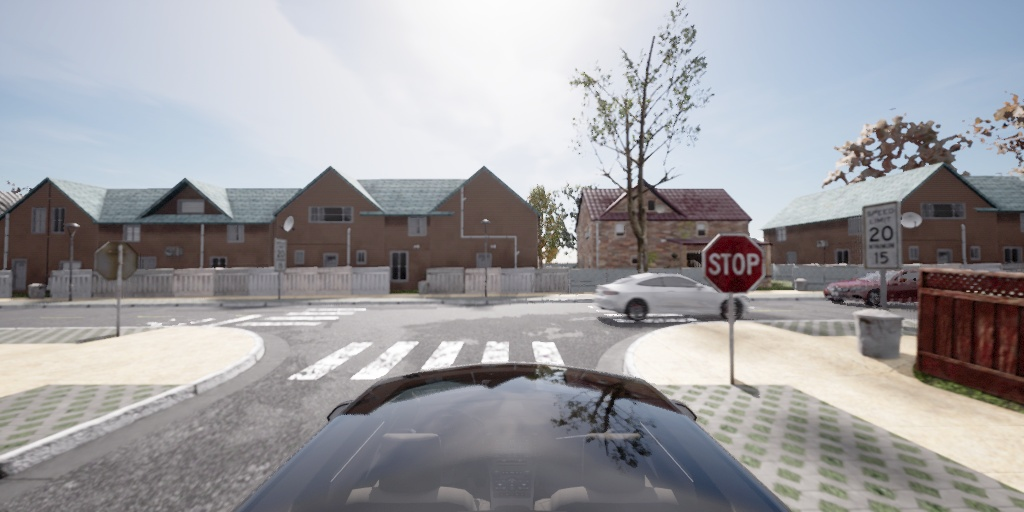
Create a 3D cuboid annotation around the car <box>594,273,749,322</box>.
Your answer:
[{"bbox_3d":[5.033,1.264,11.611,4.674,1.442,1.812,-1,-1,0],"label":"car"}]

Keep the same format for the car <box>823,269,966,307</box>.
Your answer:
[{"bbox_3d":[15.347,1.241,14.456,4.674,1.442,1.812,-1,-2,0],"label":"car"}]
